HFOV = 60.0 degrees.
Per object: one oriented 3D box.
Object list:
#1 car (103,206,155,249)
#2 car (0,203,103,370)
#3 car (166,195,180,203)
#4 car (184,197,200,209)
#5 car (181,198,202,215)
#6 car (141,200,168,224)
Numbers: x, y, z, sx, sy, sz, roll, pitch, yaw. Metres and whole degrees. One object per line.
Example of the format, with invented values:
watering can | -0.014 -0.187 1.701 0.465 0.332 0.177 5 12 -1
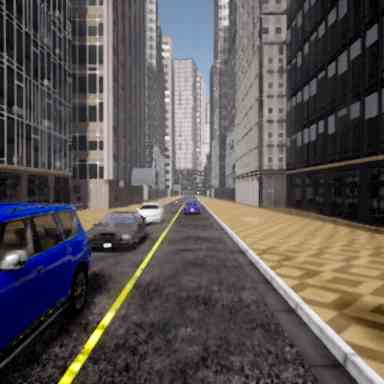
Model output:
car | -3.084 1.558 14.820 2.033 1.411 5.357 0 0 0
car | -3.095 1.224 4.570 2.150 2.045 5.566 0 0 0
car | -2.979 1.153 52.271 1.882 1.535 5.008 0 0 0
car | 0.044 1.543 47.077 2.128 1.511 4.902 0 0 0
car | 0.015 1.557 34.341 1.812 1.442 4.674 0 0 0
car | -3.072 1.546 24.826 1.812 1.442 4.674 0 0 0
